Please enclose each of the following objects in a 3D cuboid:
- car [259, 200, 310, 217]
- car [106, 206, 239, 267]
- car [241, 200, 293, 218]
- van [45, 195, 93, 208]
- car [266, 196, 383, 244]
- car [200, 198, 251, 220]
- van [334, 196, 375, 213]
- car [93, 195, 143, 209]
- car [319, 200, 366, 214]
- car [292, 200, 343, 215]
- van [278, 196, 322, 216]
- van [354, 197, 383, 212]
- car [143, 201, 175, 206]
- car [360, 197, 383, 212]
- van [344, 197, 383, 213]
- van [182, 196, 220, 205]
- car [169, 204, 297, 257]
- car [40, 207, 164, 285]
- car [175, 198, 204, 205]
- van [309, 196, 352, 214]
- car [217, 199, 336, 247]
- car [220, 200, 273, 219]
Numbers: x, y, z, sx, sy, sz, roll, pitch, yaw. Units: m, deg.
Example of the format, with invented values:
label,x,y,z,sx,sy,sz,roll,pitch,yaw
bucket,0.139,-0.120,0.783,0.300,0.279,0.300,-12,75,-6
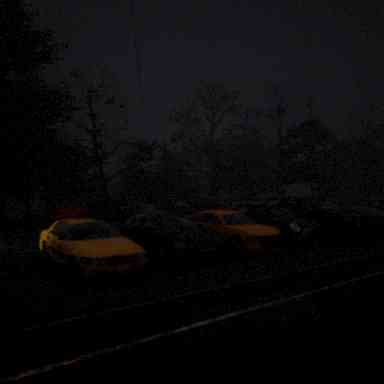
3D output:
label,x,y,z,sx,sy,sz,roll,pitch,yaw
car,9.706,1.673,35.207,2.231,1.521,4.892,1,0,-35
car,-0.955,1.461,11.584,2.231,1.521,4.892,0,0,-35
car,7.449,1.642,33.602,2.097,1.535,5.008,1,0,-35
van,-8.517,1.235,22.394,1.878,1.987,4.442,0,0,-35
car,5.846,1.271,16.382,2.435,2.045,5.566,1,0,-35
car,2.950,1.458,30.369,2.185,1.767,4.553,1,0,-35
van,20.936,1.606,43.060,1.878,1.987,4.442,1,-1,-35
car,-6.109,1.223,23.997,2.435,2.045,5.566,0,0,-35
car,18.728,1.789,41.639,2.097,1.535,5.008,1,0,-35
car,14.325,1.727,38.274,1.946,1.575,5.366,1,0,-35
van,11.894,1.475,36.915,1.878,1.987,4.442,1,0,-35
van,25.320,1.754,46.466,1.878,1.987,4.442,2,-1,-35
car,-3.731,1.495,25.428,1.946,1.575,5.366,1,0,-35
car,27.661,1.802,47.953,2.435,2.045,5.566,2,-1,-35
van,23.166,1.683,44.933,1.878,1.987,4.442,2,-1,-35
van,0.608,1.329,28.885,1.878,1.987,4.442,1,0,-35
car,1.303,1.473,13.192,2.097,1.535,5.008,1,0,-35
car,-3.100,1.451,9.824,1.946,1.575,5.366,0,0,-35
car,-1.580,1.526,27.177,2.231,1.521,4.892,1,0,-35
van,16.543,1.534,39.935,1.878,1.987,4.442,1,0,-35
car,3.552,1.370,14.823,2.185,1.767,4.553,1,0,-35
car,5.089,1.612,31.923,2.097,1.535,5.008,1,0,-35
